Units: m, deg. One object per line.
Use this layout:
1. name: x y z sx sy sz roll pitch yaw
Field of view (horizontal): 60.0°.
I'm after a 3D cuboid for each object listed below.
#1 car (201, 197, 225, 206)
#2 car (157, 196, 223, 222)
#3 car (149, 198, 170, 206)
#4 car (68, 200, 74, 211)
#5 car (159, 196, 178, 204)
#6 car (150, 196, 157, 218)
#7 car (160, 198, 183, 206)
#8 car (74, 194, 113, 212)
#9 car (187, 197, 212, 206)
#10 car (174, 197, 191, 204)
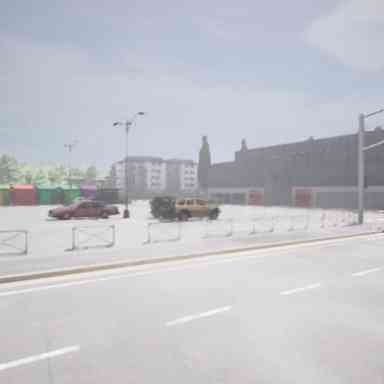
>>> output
1. car: 3.979 1.785 64.101 2.128 1.511 4.902 0 0 -33
2. car: 0.019 1.260 25.439 4.605 1.855 1.932 1 0 -35
3. car: -5.885 1.742 59.817 1.812 1.442 4.674 0 0 -33
4. car: -14.645 1.504 46.195 3.806 1.475 1.970 1 0 -35
5. car: -5.032 1.687 71.169 1.837 1.490 4.892 0 0 -34
6. car: -1.609 1.263 27.833 3.866 1.878 1.905 1 0 -35
7. car: -3.909 1.791 63.181 2.033 1.411 5.357 0 0 -33
8. car: -12.980 1.264 43.827 3.866 1.878 1.905 1 0 -35
9. car: 1.348 1.760 61.730 2.128 1.511 4.902 0 0 -33
10. car: -2.126 1.765 73.119 1.994 1.385 4.181 0 0 -34
